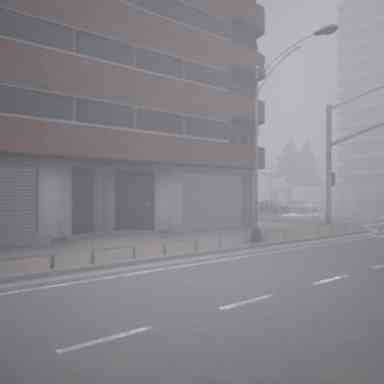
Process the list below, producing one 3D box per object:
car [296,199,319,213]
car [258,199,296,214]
[{"bbox_3d":[11.762,1.561,37.012,1.812,1.442,4.674,0,0,-35],"label":"car"},{"bbox_3d":[8.462,1.595,35.619,1.994,1.385,4.181,0,0,-35],"label":"car"}]
